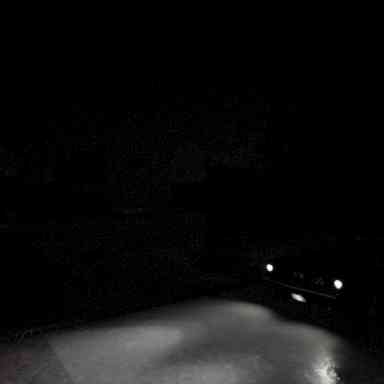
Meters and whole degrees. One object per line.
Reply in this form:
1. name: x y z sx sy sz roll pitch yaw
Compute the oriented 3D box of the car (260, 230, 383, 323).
1. car: 3.700 1.567 7.226 4.718 1.301 1.895 0 0 -35
